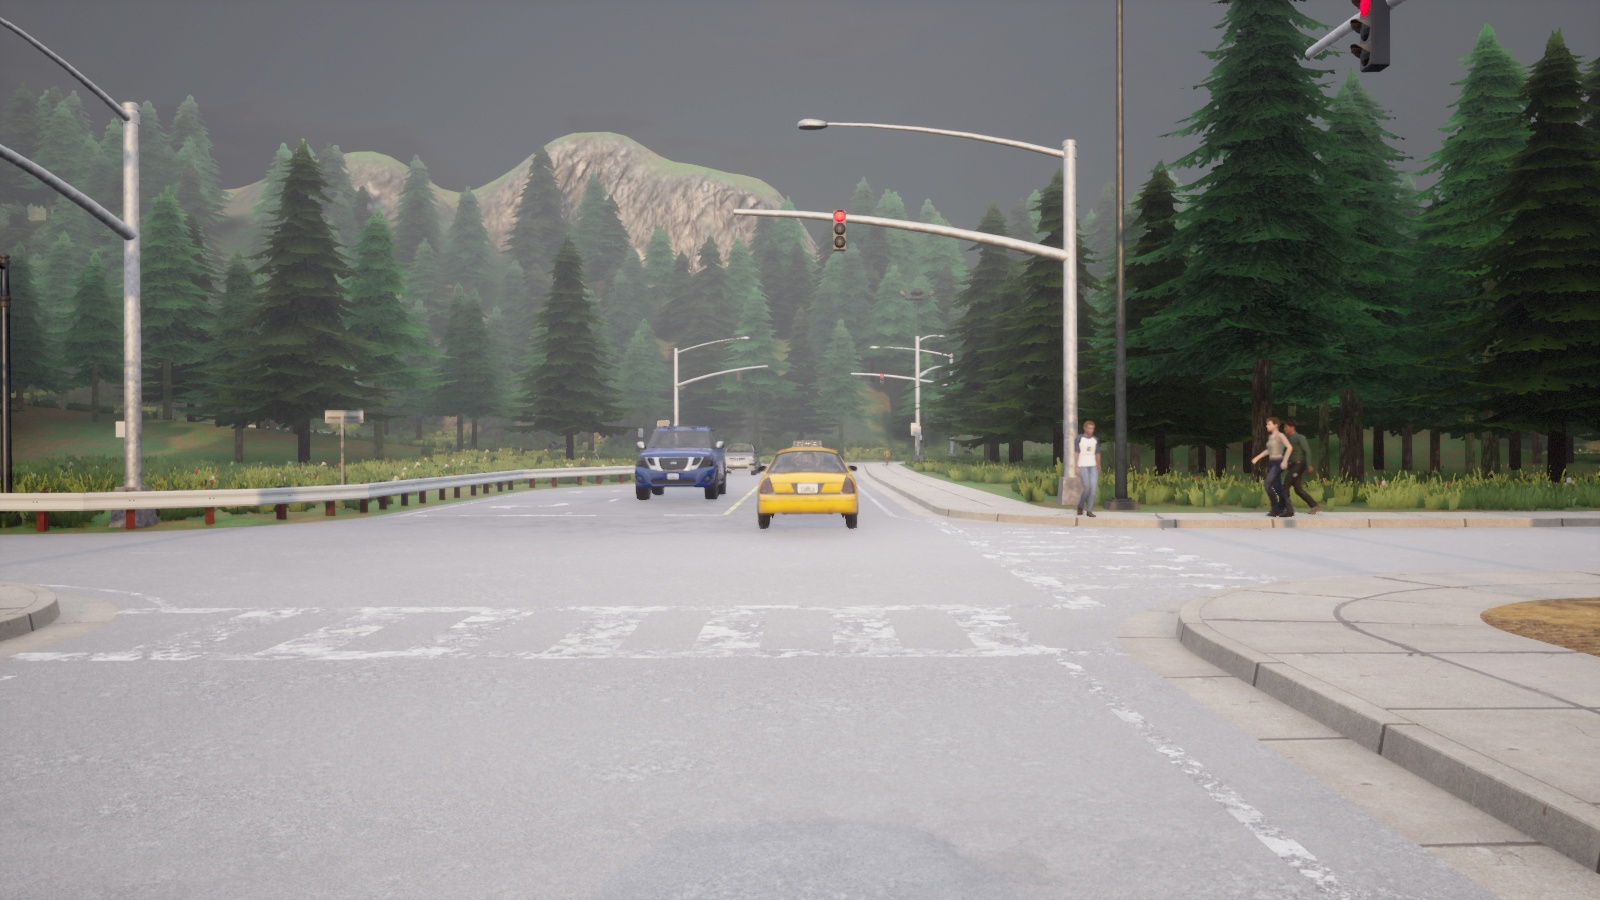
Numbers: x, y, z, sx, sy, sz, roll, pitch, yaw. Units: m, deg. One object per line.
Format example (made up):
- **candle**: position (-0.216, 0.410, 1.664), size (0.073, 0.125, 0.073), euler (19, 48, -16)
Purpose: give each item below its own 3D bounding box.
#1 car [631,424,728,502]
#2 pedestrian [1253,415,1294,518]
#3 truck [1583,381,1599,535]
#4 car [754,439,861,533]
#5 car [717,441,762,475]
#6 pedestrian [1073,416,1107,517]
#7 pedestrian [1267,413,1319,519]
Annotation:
- **car**: position (-3.293, 0.308, 35.484), size (2.150, 2.045, 5.566), euler (0, 1, 0)
- **pedestrian**: position (8.485, 0.294, 22.502), size (0.594, 1.836, 0.345), euler (0, 0, 1)
- **truck**: position (15.392, 0.151, 19.162), size (5.204, 2.467, 2.627), euler (0, 0, 1)
- **car**: position (0.142, 0.582, 23.723), size (1.801, 1.575, 5.366), euler (0, 1, 0)
- **car**: position (-2.916, 0.364, 61.347), size (1.851, 1.617, 3.988), euler (0, 0, 2)
- **pedestrian**: position (5.328, 0.297, 23.110), size (0.354, 1.836, 0.706), euler (0, 0, -10)
- **pedestrian**: position (9.118, 0.288, 23.224), size (0.788, 1.949, 0.423), euler (0, 0, 0)
